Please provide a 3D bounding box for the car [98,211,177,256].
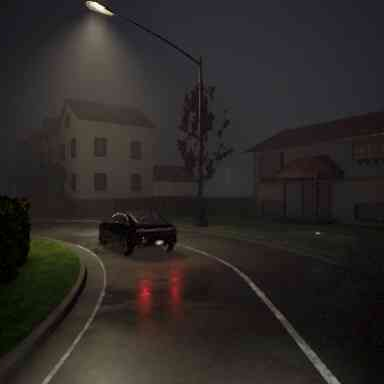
[{"bbox_3d":[-2.329,1.492,13.308,2.128,1.511,4.902,0,0,-31],"label":"car"}]
